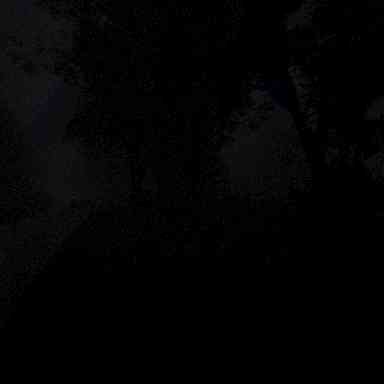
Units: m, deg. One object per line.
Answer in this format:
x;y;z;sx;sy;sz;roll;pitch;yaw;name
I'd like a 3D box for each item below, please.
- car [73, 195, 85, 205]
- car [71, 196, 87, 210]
-19.976;1.361;58.619;1.994;1.385;4.181;0;3;-20;car
-15.506;1.634;45.424;2.128;1.511;4.902;-1;1;-17;car
